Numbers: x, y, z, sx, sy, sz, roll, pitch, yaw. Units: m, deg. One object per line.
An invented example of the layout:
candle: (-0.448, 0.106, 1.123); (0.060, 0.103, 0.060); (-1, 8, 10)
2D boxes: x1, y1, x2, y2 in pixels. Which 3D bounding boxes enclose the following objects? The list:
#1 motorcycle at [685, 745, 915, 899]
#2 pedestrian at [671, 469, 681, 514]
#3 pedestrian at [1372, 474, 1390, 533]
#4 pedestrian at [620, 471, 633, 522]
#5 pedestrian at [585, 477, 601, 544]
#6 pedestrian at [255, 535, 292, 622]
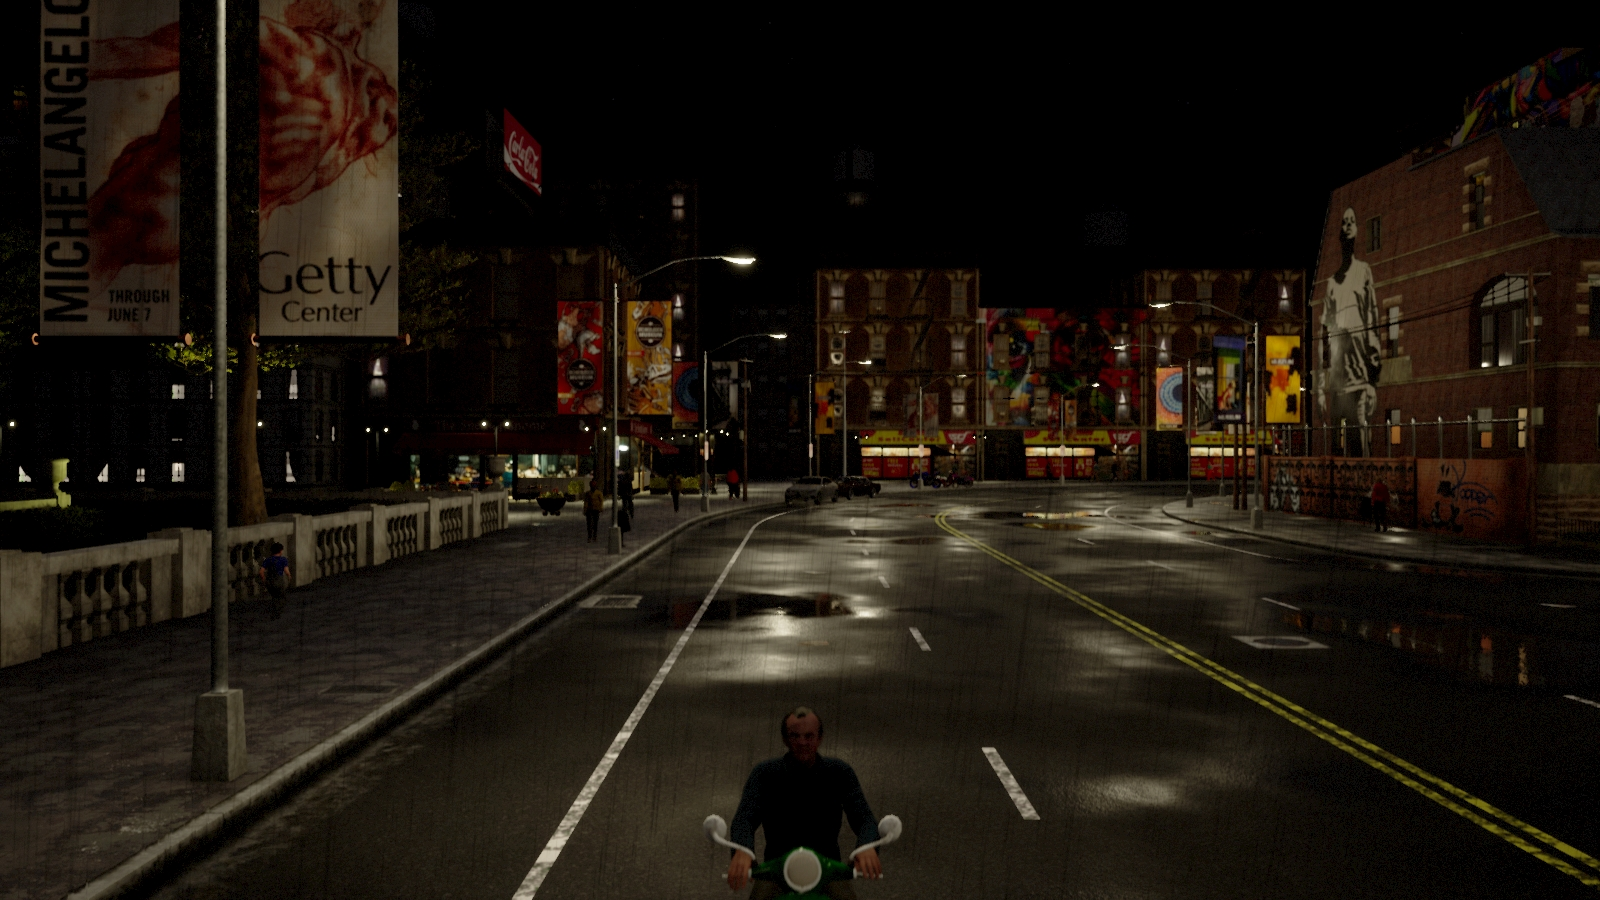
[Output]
motorcycle: (0.000, 2.183, 5.156); (0.856, 1.236, 1.805); (0, 0, 0)
pedestrian: (-5.147, 1.706, 47.456); (0.375, 1.860, 0.375); (0, 0, 2)
pedestrian: (18.538, 1.704, 36.472); (0.375, 1.860, 0.375); (0, 0, 1)
pedestrian: (-6.399, 1.705, 42.066); (0.375, 1.860, 0.375); (0, 0, 9)
pedestrian: (-5.858, 1.703, 32.331); (0.375, 1.860, 0.375); (0, 0, 0)
pedestrian: (-8.154, 1.982, 17.699); (0.375, 1.300, 0.375); (0, 0, 8)
